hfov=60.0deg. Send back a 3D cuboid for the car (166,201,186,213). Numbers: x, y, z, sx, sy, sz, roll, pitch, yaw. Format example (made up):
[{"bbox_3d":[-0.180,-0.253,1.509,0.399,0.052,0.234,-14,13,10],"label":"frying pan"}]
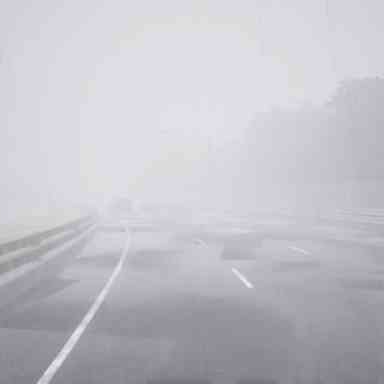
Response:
[{"bbox_3d":[-2.463,1.988,44.172,1.882,1.535,5.008,0,-1,-24],"label":"car"}]

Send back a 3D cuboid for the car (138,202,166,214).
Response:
[{"bbox_3d":[-5.475,2.006,42.334,2.128,1.511,4.902,0,-1,-24],"label":"car"}]

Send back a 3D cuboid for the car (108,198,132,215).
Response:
[{"bbox_3d":[-9.144,1.763,42.153,2.150,2.045,5.566,0,-1,-25],"label":"car"}]
